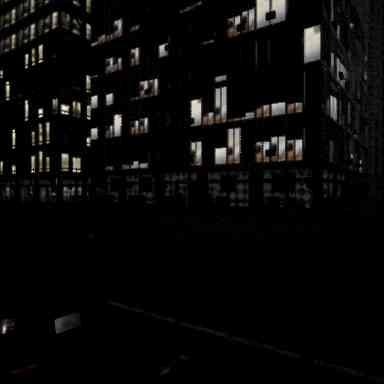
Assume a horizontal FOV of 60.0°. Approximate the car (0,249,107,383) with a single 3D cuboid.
[{"bbox_3d":[-3.144,1.566,5.112,4.313,1.339,1.947,0,0,35],"label":"car"}]
